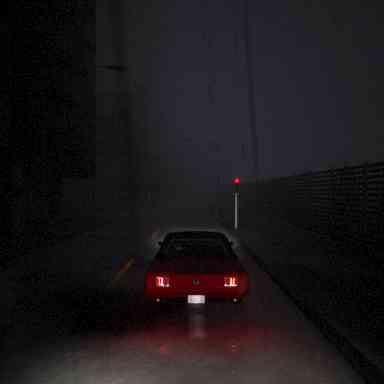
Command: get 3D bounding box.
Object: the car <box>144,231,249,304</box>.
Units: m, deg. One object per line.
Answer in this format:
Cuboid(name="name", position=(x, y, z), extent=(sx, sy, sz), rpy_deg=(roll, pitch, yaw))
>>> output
Cuboid(name="car", position=(0.089, 1.601, 8.082), extent=(1.895, 1.301, 4.718), rpy_deg=(0, 0, 0))
